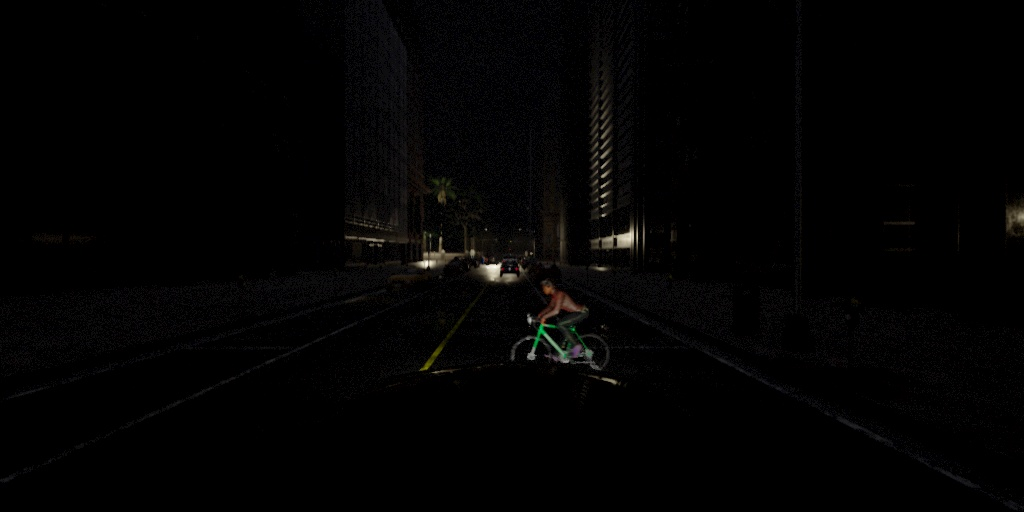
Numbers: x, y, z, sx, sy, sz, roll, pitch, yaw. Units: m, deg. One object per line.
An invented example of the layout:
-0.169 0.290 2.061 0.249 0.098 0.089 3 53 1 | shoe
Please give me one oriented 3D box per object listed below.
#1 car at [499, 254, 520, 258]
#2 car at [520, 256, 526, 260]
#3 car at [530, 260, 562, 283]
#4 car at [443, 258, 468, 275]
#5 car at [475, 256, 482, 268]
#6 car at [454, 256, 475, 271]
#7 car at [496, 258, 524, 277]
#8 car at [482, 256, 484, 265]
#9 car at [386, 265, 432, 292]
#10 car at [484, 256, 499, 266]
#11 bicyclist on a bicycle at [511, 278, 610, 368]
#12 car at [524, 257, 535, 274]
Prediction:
-0.292 0.802 48.451 2.150 2.045 5.566 0 0 0 | car
2.416 1.021 48.210 1.967 1.591 4.097 0 0 0 | car
2.582 1.200 26.511 1.888 1.381 4.507 0 0 0 | car
-6.026 1.199 37.304 1.802 1.307 4.207 0 0 0 | car
-6.150 0.880 53.581 2.192 1.841 5.009 0 0 0 | car
-6.067 0.914 42.730 2.192 1.841 5.009 0 0 0 | car
-0.208 1.176 33.961 2.033 1.411 5.357 0 0 0 | car
-6.192 1.094 59.007 1.888 1.381 4.507 0 0 0 | car
-5.899 1.201 20.857 1.751 1.417 4.829 0 0 0 | car
-3.514 1.101 62.765 1.994 1.385 4.181 0 0 0 | car
0.789 1.185 5.952 1.656 1.620 0.582 -2 0 0 | bicyclist on a bicycle
2.498 1.142 37.530 1.751 1.417 4.829 0 0 0 | car
